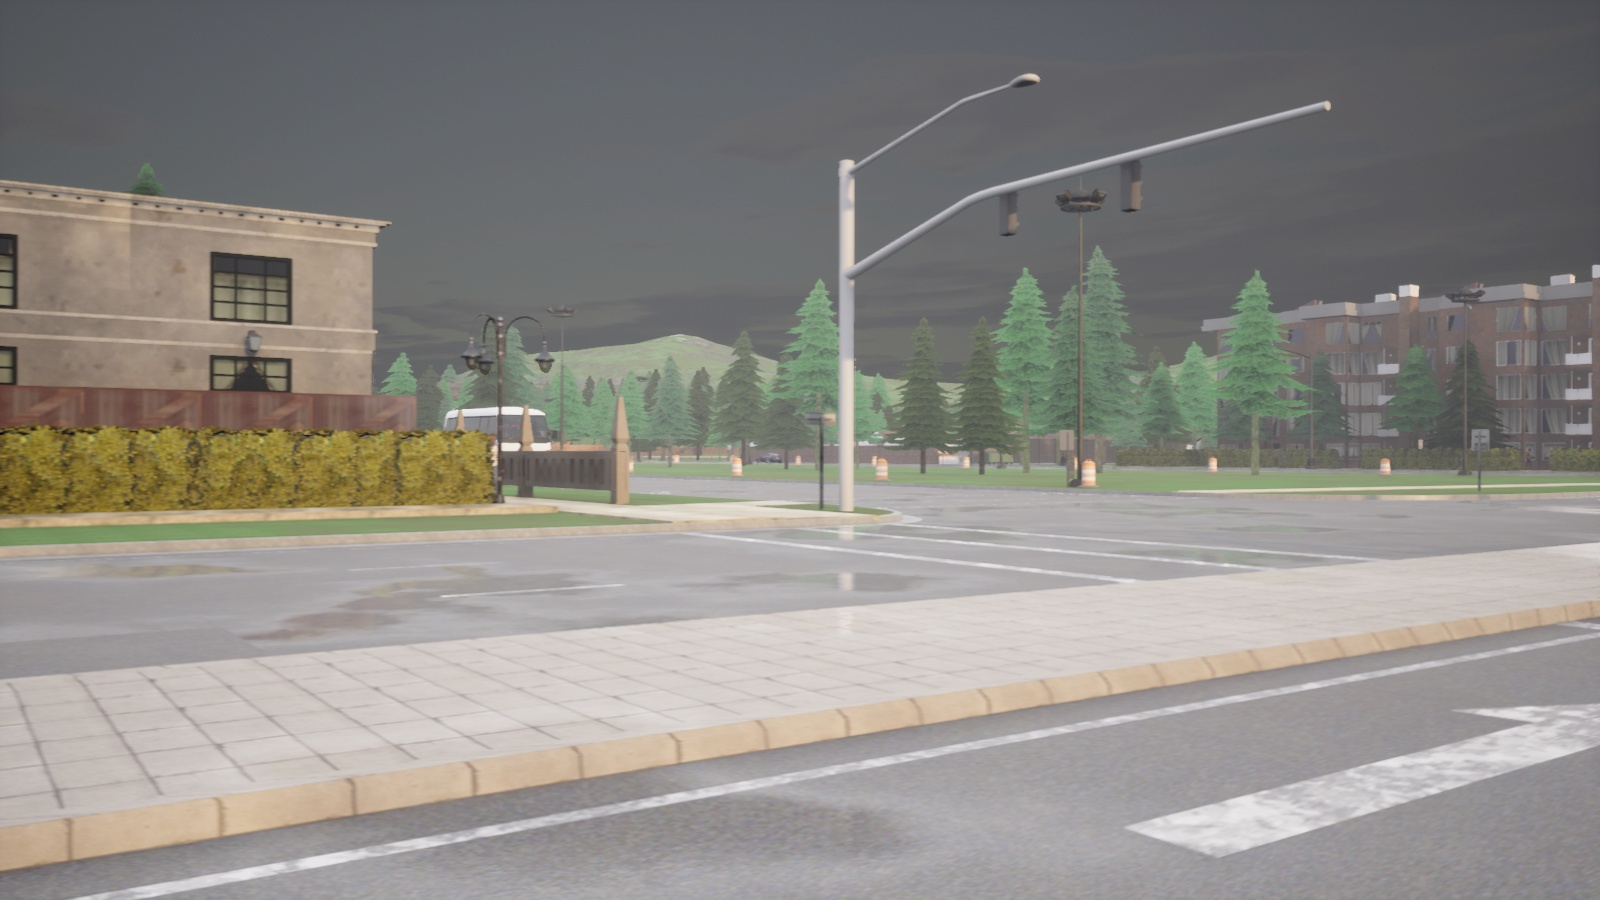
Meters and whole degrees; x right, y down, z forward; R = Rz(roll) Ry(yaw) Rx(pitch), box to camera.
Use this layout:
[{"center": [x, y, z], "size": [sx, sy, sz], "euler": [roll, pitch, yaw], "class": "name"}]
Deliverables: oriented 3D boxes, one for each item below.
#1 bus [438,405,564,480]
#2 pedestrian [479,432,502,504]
[{"center": [-18.490, -0.404, 76.937], "size": [3.944, 4.253, 10.273], "euler": [0, 0, -35], "class": "bus"}, {"center": [-7.990, 0.450, 32.428], "size": [0.354, 1.836, 0.706], "euler": [0, 0, -32], "class": "pedestrian"}]
